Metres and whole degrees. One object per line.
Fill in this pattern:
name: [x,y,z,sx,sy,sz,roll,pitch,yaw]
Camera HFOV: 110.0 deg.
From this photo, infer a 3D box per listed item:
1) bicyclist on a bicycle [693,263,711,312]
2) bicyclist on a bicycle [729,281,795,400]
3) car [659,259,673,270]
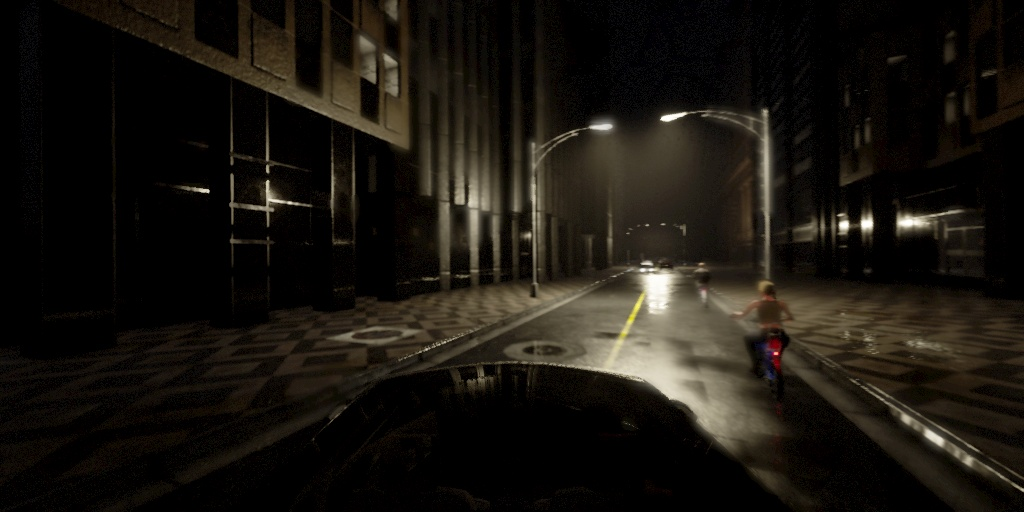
bicyclist on a bicycle: [7.145,1.142,13.481,0.659,1.776,1.843,-1,0,23]
bicyclist on a bicycle: [3.817,1.179,5.408,0.866,1.612,1.509,-1,0,22]
car: [24.251,1.390,56.400,1.882,1.535,5.008,-1,0,23]
